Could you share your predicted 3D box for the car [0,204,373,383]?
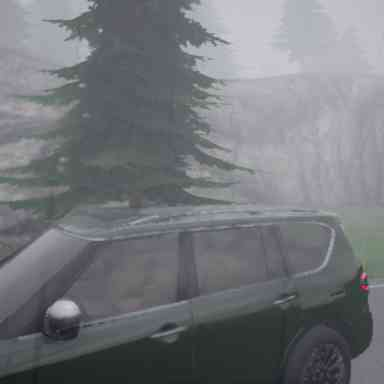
[{"bbox_3d":[-0.598,1.185,3.286,5.566,2.045,2.150,0,0,-31],"label":"car"}]
